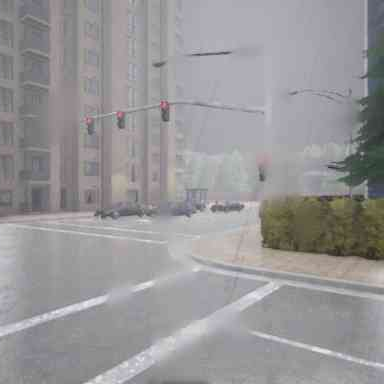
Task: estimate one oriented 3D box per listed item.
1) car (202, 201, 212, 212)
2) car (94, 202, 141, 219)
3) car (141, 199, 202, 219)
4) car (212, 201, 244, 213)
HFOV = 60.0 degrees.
[{"bbox_3d":[-0.319,1.529,37.253,2.128,1.511,4.902,0,0,36],"label":"car"},{"bbox_3d":[-6.012,1.584,29.457,2.033,1.411,5.357,0,0,36],"label":"car"},{"bbox_3d":[-1.677,1.579,29.462,2.033,1.411,5.357,0,0,36],"label":"car"},{"bbox_3d":[3.980,1.632,37.203,1.895,1.301,4.718,0,0,36],"label":"car"}]
